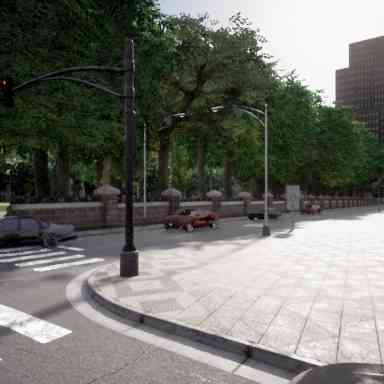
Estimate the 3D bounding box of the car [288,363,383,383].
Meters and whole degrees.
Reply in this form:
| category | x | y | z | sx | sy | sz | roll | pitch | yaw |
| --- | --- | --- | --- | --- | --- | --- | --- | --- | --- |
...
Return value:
| category | x | y | z | sx | sy | sz | roll | pitch | yaw |
| --- | --- | --- | --- | --- | --- | --- | --- | --- | --- |
| car | 2.371 | 1.551 | 1.272 | 4.403 | 1.369 | 2.008 | 0 | 0 | 36 |

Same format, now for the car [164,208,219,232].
| category | x | y | z | sx | sy | sz | roll | pitch | yaw |
| --- | --- | --- | --- | --- | --- | --- | --- | --- | --- |
| car | 0.065 | 1.901 | 23.538 | 1.882 | 1.535 | 5.008 | 0 | -1 | 35 |

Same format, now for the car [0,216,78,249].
| category | x | y | z | sx | sy | sz | roll | pitch | yaw |
| --- | --- | --- | --- | --- | --- | --- | --- | --- | --- |
| car | -7.590 | 1.718 | 13.854 | 5.357 | 1.411 | 2.033 | 2 | -2 | -45 |

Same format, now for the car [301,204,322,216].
| category | x | y | z | sx | sy | sz | roll | pitch | yaw |
| --- | --- | --- | --- | --- | --- | --- | --- | --- | --- |
| car | 17.022 | 2.518 | 47.371 | 1.882 | 1.535 | 5.008 | 0 | -2 | 35 |

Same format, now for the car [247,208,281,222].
| category | x | y | z | sx | sy | sz | roll | pitch | yaw |
| --- | --- | --- | --- | --- | --- | --- | --- | --- | --- |
| car | 7.445 | 2.290 | 33.975 | 1.895 | 1.301 | 4.718 | 0 | -1 | 35 |
